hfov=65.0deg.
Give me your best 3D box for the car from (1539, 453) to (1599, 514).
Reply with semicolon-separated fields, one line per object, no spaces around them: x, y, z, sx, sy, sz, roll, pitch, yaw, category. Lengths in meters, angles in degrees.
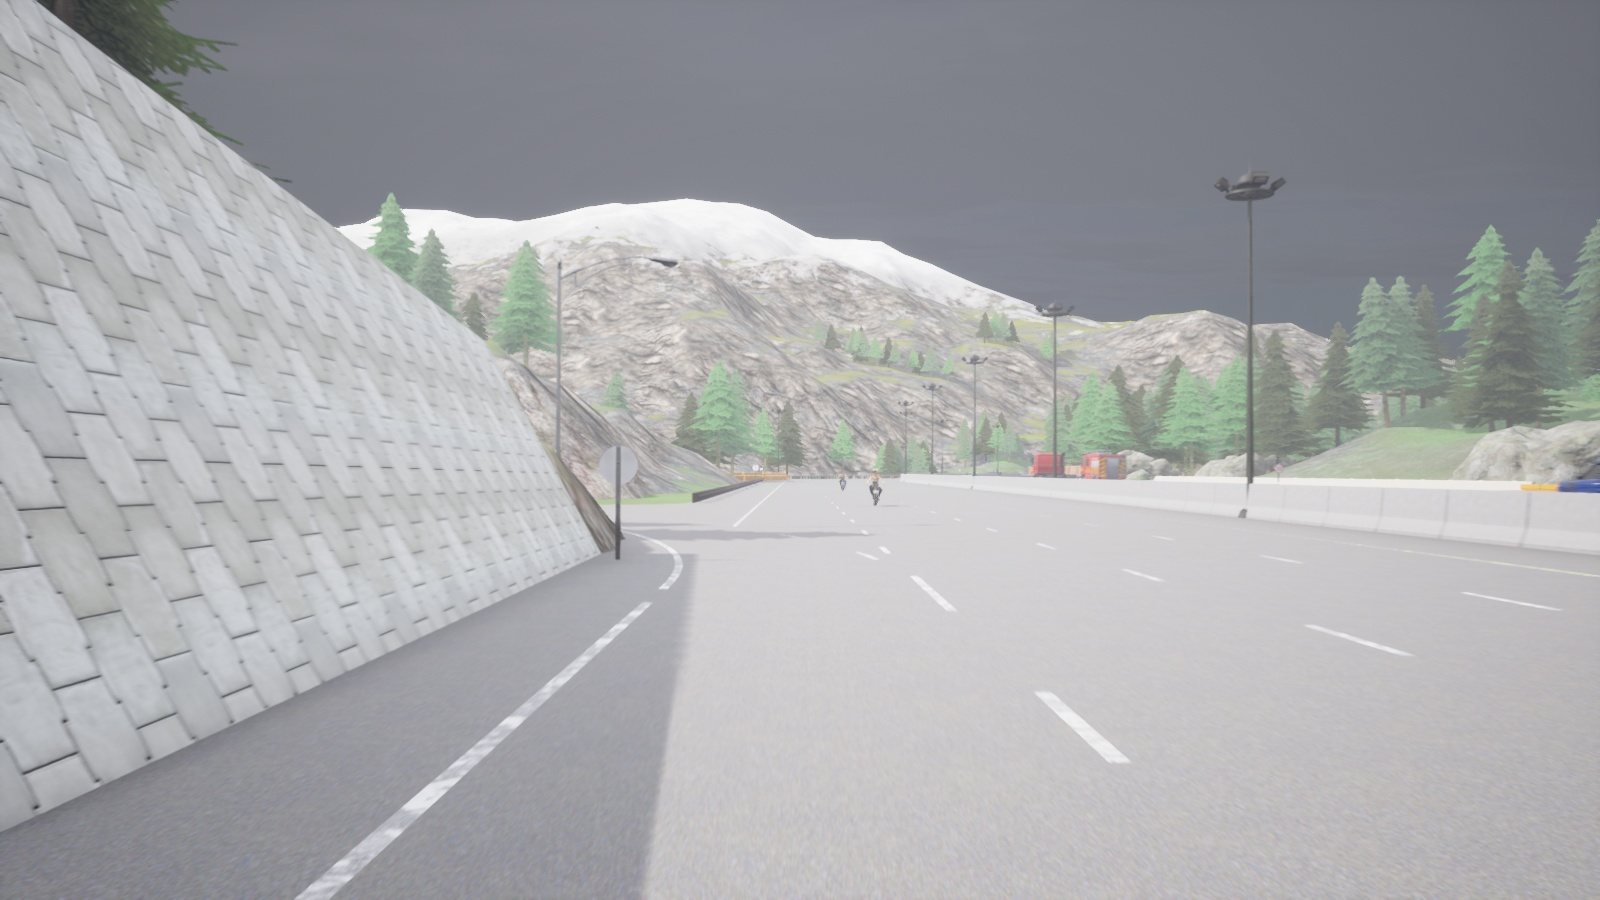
27.895;1.135;42.766;2.150;2.045;5.566;0;-1;0;car
